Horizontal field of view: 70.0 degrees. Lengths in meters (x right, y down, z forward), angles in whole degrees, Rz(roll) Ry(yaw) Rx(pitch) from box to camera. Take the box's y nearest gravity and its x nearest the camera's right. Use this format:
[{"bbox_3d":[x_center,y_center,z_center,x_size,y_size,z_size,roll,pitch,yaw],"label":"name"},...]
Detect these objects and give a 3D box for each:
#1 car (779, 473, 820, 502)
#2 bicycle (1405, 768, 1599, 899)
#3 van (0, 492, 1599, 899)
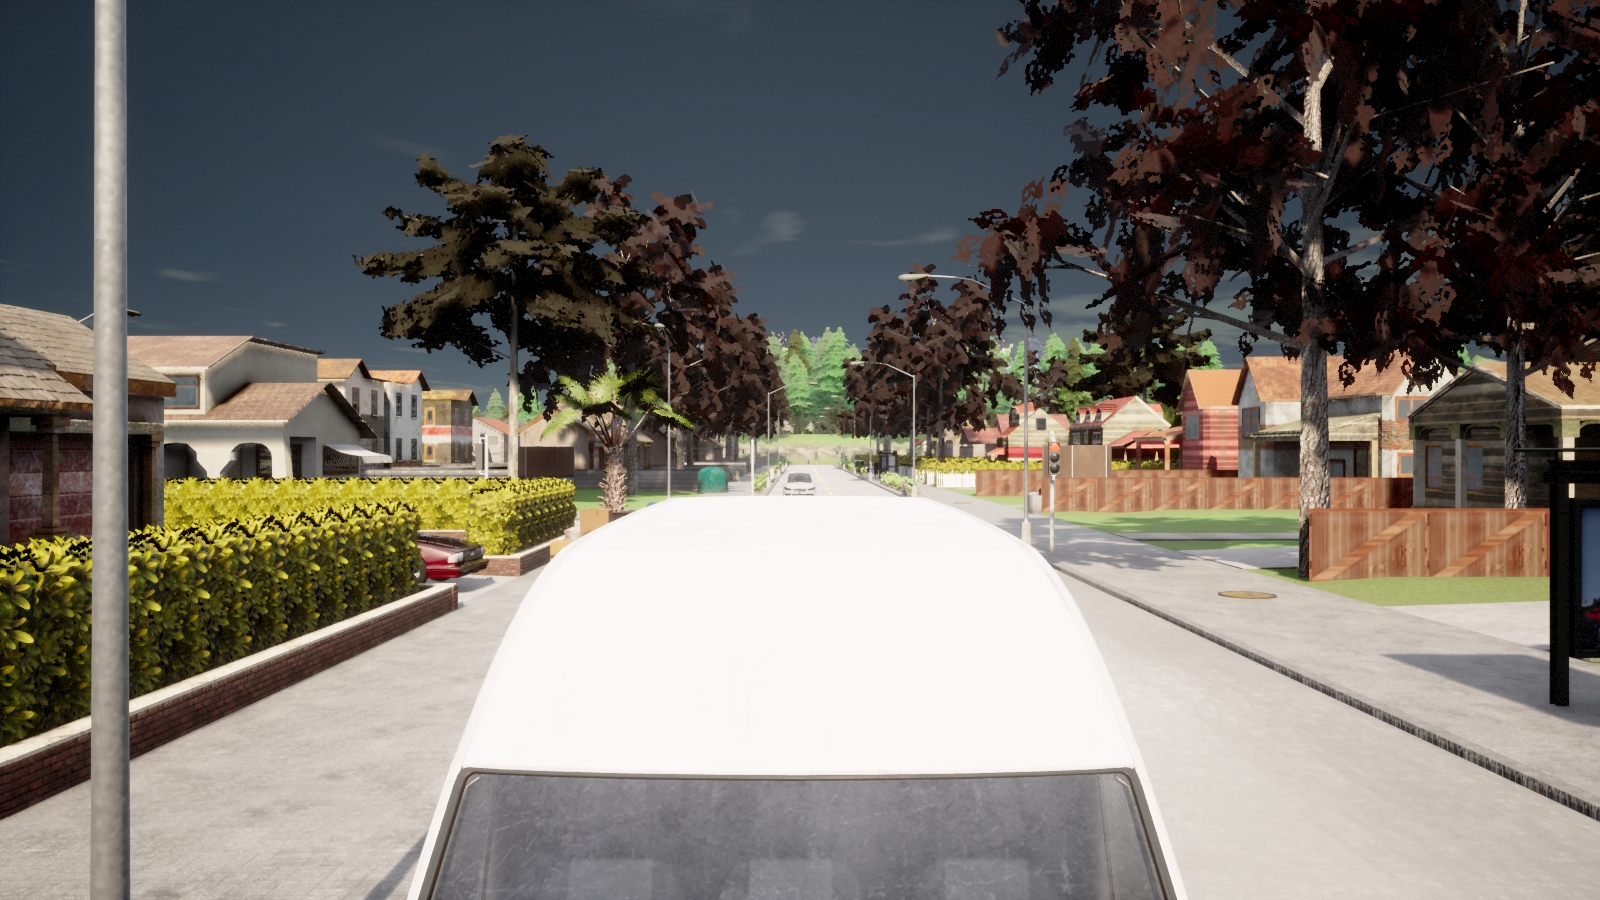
[{"bbox_3d":[-0.024,2.087,64.511,2.231,1.480,4.892,0,0,0],"label":"car"},{"bbox_3d":[2.687,2.062,3.843,0.329,1.471,1.835,0,0,0],"label":"bicycle"},{"bbox_3d":[0.002,1.537,4.030,1.988,2.561,5.915,0,0,0],"label":"van"}]
